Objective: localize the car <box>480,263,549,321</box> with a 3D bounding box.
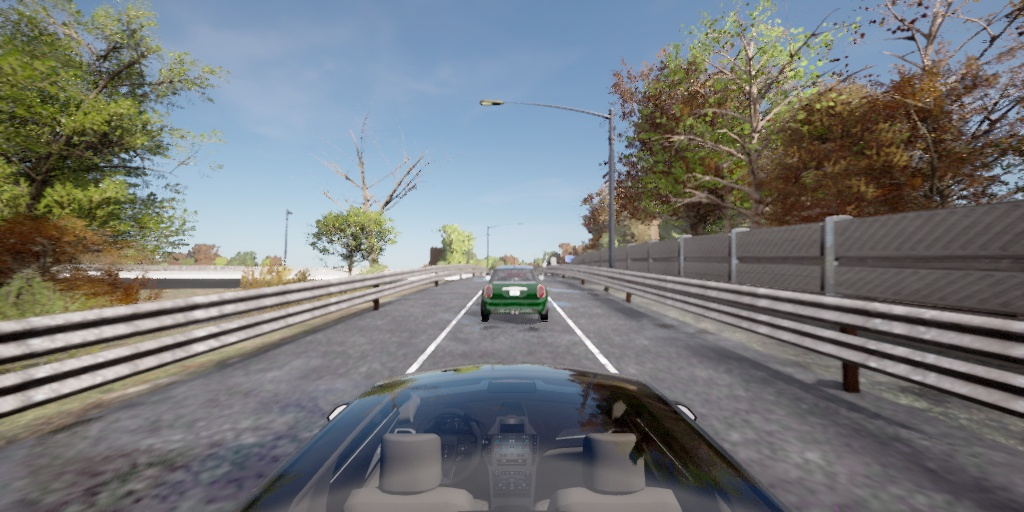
[{"bbox_3d":[0.087,1.105,12.664,2.097,1.767,4.553,0,0,0],"label":"car"}]
